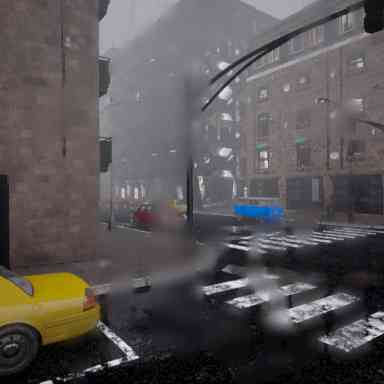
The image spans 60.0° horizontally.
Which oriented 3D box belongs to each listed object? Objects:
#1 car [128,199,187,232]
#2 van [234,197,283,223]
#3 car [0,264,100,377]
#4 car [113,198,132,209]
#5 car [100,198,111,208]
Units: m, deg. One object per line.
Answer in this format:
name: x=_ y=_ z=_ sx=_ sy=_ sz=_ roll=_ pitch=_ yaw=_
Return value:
car: x=-1.917 y=1.441 z=19.979 sx=1.967 sy=1.590 sz=4.097 roll=0 pitch=0 yaw=-36
van: x=4.875 y=1.280 z=24.887 sx=1.690 sy=1.788 sz=3.998 roll=0 pitch=0 yaw=-36
car: x=-3.624 y=1.526 z=3.980 sx=4.829 sy=1.417 sz=1.752 roll=0 pitch=0 yaw=-36
car: x=-8.429 y=1.463 z=43.213 sx=1.887 sy=1.381 sz=4.507 roll=-1 pitch=0 yaw=-36
car: x=-11.755 y=1.463 z=47.795 sx=1.887 sy=1.381 sz=4.507 roll=-1 pitch=0 yaw=-36
